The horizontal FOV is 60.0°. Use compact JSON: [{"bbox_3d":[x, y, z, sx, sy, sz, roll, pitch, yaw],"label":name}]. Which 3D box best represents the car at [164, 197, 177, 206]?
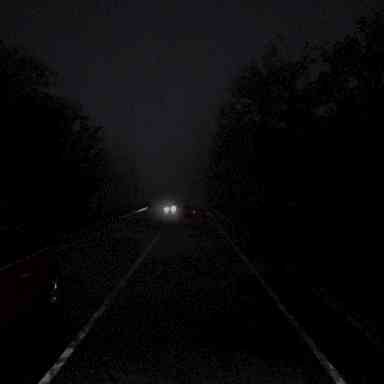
[{"bbox_3d":[-3.393,1.502,53.753,2.128,1.511,4.902,0,0,1],"label":"car"}]

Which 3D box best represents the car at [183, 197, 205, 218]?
[{"bbox_3d":[0.172,1.503,30.122,1.882,1.535,5.008,0,0,0],"label":"car"}]

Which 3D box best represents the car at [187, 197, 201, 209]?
[{"bbox_3d":[0.213,1.532,45.931,1.837,1.490,4.892,0,0,0],"label":"car"}]

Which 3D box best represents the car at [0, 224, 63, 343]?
[{"bbox_3d":[-3.588,1.354,4.642,2.097,1.767,4.553,0,0,0],"label":"car"}]
